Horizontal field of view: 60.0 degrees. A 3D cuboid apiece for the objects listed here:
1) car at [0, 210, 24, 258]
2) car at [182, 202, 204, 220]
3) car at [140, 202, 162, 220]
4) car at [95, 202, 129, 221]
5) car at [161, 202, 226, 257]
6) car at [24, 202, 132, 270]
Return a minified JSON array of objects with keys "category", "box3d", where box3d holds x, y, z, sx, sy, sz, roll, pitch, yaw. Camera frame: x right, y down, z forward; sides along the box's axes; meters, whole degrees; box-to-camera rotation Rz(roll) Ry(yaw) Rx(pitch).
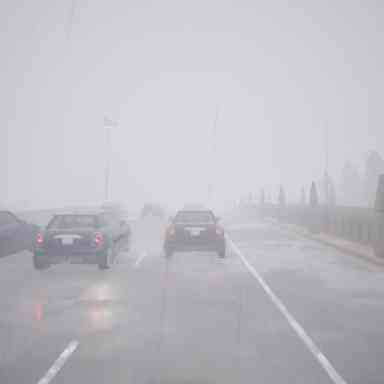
[{"category":"car","box3d":[-6.897,1.370,11.269,2.097,1.767,4.553,0,0,0]},{"category":"car","box3d":[0.108,1.685,31.078,1.882,1.535,5.008,0,-2,0]},{"category":"car","box3d":[-3.393,1.652,29.294,1.837,1.490,4.892,0,-2,0]},{"category":"car","box3d":[-6.893,1.652,29.289,1.837,1.490,4.892,0,-2,0]},{"category":"car","box3d":[0.104,1.373,13.122,2.097,1.767,4.553,0,0,0]},{"category":"car","box3d":[-3.397,1.370,11.207,2.097,1.767,4.553,0,0,0]}]
